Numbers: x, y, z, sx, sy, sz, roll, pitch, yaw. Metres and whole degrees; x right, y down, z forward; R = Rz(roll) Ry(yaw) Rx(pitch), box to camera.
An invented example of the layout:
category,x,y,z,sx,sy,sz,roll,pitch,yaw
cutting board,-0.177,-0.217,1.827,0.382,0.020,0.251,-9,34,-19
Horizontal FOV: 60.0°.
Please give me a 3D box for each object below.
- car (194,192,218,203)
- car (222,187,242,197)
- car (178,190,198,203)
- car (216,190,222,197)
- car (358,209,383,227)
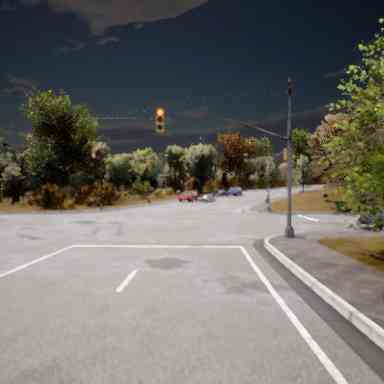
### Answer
category,x,y,z,sx,sy,sz,roll,pitch,yaw
car,2.504,1.188,59.235,1.895,1.301,4.718,0,2,23
car,9.265,-0.041,73.238,2.150,2.045,5.566,0,4,28
car,-0.576,0.790,60.955,2.150,2.045,5.566,0,2,23
car,6.254,0.256,75.030,1.812,1.442,4.674,0,4,28
car,13.152,1.535,20.311,5.357,1.411,2.033,-1,0,3
